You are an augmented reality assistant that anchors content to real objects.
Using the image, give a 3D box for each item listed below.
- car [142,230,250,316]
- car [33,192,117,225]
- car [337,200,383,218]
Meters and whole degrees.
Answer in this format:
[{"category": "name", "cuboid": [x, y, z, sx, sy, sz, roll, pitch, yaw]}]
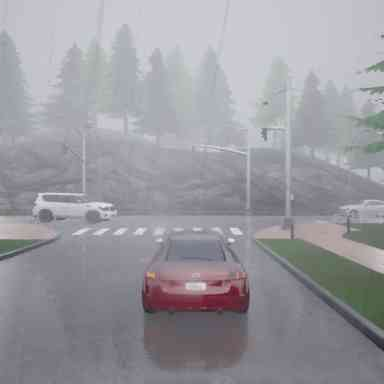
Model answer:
[{"category": "car", "cuboid": [0.078, 1.564, 7.625, 1.994, 1.385, 4.181, 0, 0, 0]}, {"category": "car", "cuboid": [-8.078, 1.081, 22.994, 5.566, 2.045, 2.150, 1, 0, 6]}, {"category": "car", "cuboid": [14.352, 1.363, 27.158, 4.674, 1.442, 1.812, 0, 0, 0]}]
